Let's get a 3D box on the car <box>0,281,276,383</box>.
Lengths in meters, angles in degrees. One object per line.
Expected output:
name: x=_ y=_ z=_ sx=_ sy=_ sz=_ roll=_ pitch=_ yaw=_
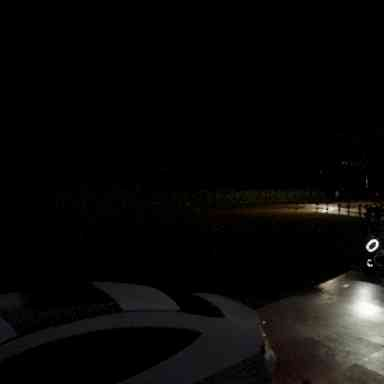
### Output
car: x=-1.308 y=1.539 z=2.448 sx=4.674 sy=1.442 sz=1.812 roll=0 pitch=0 yaw=-38

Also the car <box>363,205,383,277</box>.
car: x=6.526 y=1.393 z=9.589 sx=2.097 sy=1.767 sz=4.553 roll=-1 pitch=-1 yaw=40

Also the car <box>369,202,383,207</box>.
car: x=23.019 y=1.951 z=40.347 sx=1.994 sy=1.385 sz=4.181 roll=-1 pitch=-1 yaw=5
